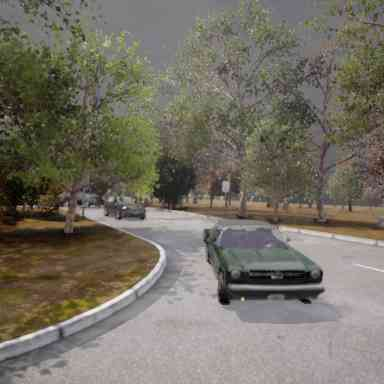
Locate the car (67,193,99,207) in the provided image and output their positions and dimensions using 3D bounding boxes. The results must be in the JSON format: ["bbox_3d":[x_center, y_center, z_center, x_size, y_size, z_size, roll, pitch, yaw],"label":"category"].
[{"bbox_3d":[-11.559,0.854,34.935,4.902,1.511,2.128,1,-1,26],"label":"car"}]

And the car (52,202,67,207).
[{"bbox_3d":[-15.276,0.766,32.448,4.902,1.511,2.128,1,-1,3],"label":"car"}]

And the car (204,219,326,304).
[{"bbox_3d":[1.391,1.431,8.055,1.895,1.301,4.718,1,3,-3],"label":"car"}]

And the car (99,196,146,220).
[{"bbox_3d":[-4.694,1.044,22.953,1.837,1.490,4.892,1,0,-30],"label":"car"}]
